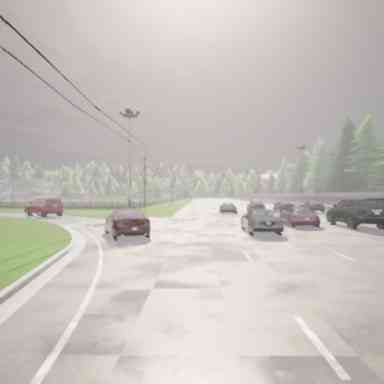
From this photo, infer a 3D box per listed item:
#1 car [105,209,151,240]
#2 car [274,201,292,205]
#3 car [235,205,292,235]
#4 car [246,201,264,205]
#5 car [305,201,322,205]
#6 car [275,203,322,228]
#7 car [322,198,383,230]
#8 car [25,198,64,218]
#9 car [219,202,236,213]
[{"bbox_3d":[-3.698,1.687,18.586,1.882,1.535,5.008,0,-1,-21],"label":"car"},{"bbox_3d":[11.531,1.871,41.813,1.837,1.490,4.892,0,-1,1],"label":"car"},{"bbox_3d":[4.065,1.730,19.929,2.033,1.411,5.357,0,-1,1],"label":"car"},{"bbox_3d":[8.032,1.891,41.911,1.837,1.490,4.892,0,-1,1],"label":"car"},{"bbox_3d":[15.030,1.852,41.736,1.837,1.490,4.892,0,-1,1],"label":"car"},{"bbox_3d":[7.653,1.770,23.974,1.994,1.385,4.181,0,-1,1],"label":"car"},{"bbox_3d":[11.121,1.395,22.560,2.150,2.045,5.566,0,-1,1],"label":"car"},{"bbox_3d":[-16.207,1.681,36.464,5.566,2.045,2.150,-1,-1,42],"label":"car"},{"bbox_3d":[4.548,1.976,42.670,1.994,1.385,4.181,0,-1,1],"label":"car"}]
